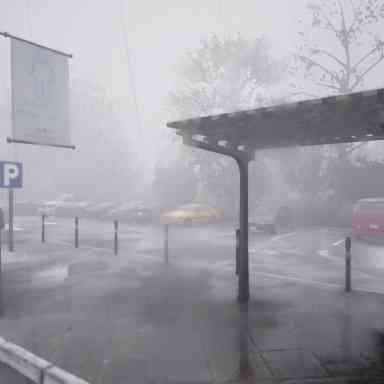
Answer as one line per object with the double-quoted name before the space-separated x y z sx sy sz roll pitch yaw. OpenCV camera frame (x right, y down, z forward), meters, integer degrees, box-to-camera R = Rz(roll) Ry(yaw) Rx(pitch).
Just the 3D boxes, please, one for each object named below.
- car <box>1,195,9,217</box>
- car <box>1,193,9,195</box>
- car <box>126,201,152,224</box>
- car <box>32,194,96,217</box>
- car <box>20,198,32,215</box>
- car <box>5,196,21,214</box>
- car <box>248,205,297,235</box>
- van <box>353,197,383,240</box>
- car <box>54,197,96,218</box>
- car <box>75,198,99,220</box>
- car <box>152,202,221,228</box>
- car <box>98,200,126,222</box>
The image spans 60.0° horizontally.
"car" -17.863 1.444 35.702 1.946 1.575 5.366 0 0 36
"car" -24.764 1.153 40.368 2.435 2.045 5.566 0 0 36
"car" -2.140 1.505 24.283 2.163 1.488 4.792 0 0 36
"car" -11.208 1.212 30.688 2.435 2.045 5.566 0 0 36
"car" -13.453 1.462 32.319 2.231 1.521 4.892 0 0 36
"car" -15.713 1.455 33.934 2.097 1.535 5.008 0 0 36
"car" 4.604 1.514 19.396 2.163 1.488 4.792 0 0 36
"van" 9.205 1.264 16.289 1.878 1.987 4.442 0 0 36
"car" -8.930 1.466 29.102 2.097 1.535 5.008 0 0 36
"car" -6.671 1.469 27.489 2.097 1.535 5.008 0 0 36
"car" -0.006 1.475 22.495 1.946 1.575 5.366 0 0 36
"car" -4.411 1.473 25.877 2.231 1.521 4.892 0 0 36
